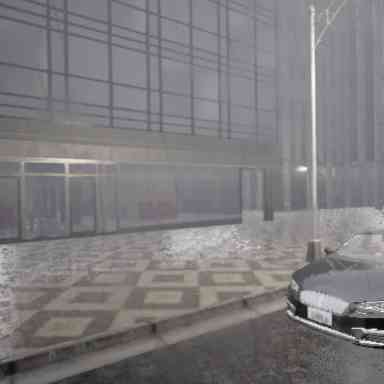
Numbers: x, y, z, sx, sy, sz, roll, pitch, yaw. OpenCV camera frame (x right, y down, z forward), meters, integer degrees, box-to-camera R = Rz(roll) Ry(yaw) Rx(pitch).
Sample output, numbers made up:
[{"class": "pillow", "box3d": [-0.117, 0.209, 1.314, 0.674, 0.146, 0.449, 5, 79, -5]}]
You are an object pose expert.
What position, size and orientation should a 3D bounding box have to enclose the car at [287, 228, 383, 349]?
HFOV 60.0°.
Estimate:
[{"class": "car", "box3d": [3.775, 1.451, 6.071, 4.902, 1.511, 2.128, 0, 0, -35]}]
